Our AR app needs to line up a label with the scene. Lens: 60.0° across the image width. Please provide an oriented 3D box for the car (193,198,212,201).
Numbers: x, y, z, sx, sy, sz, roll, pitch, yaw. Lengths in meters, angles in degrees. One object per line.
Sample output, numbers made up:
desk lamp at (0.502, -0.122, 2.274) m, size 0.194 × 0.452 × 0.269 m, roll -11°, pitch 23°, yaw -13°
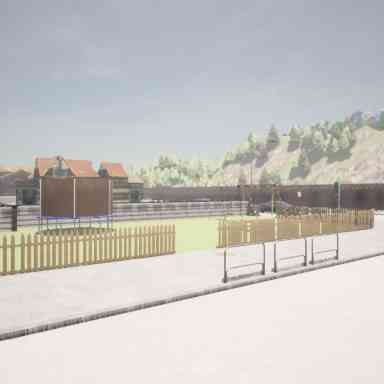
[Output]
car at (1.590, 1.556, 45.197) m, size 2.033 × 1.411 × 5.357 m, roll 0°, pitch 0°, yaw -35°

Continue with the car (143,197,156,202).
car at (-8.237, 1.617, 59.230) m, size 1.895 × 1.301 × 4.718 m, roll 0°, pitch 0°, yaw -35°

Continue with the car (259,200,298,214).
car at (8.951, 1.573, 34.803) m, size 1.994 × 1.385 × 4.181 m, roll 0°, pitch 0°, yaw -35°
